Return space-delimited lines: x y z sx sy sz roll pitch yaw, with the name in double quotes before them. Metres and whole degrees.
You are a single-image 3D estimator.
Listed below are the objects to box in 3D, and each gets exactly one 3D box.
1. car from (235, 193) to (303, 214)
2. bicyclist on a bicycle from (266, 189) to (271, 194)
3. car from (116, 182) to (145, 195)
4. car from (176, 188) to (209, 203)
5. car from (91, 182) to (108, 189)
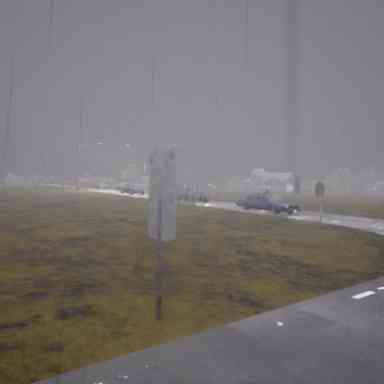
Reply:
"car" 5.601 0.799 25.028 2.033 1.411 5.357 1 2 -35
"bicyclist on a bicycle" 7.511 0.540 32.743 1.656 1.620 0.582 0 2 -35
"car" -7.960 -0.397 44.474 1.837 1.490 4.892 1 2 -35
"car" -0.099 0.325 33.184 1.994 1.385 4.181 1 2 -35
"car" -17.689 -1.274 63.509 2.033 1.411 5.357 1 2 -35
